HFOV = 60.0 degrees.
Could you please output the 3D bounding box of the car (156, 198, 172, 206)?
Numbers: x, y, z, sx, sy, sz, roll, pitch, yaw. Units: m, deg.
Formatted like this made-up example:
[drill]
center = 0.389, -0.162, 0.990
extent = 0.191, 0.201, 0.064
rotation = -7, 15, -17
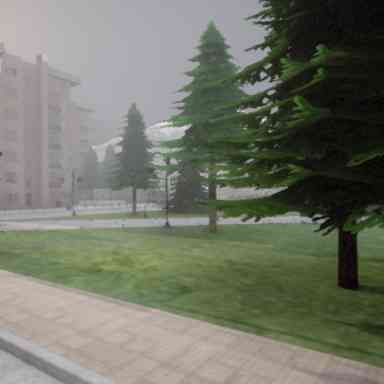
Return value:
[car]
center = -4.223, 1.854, 58.579
extent = 2.128, 1.511, 4.902
rotation = -1, -1, 36
